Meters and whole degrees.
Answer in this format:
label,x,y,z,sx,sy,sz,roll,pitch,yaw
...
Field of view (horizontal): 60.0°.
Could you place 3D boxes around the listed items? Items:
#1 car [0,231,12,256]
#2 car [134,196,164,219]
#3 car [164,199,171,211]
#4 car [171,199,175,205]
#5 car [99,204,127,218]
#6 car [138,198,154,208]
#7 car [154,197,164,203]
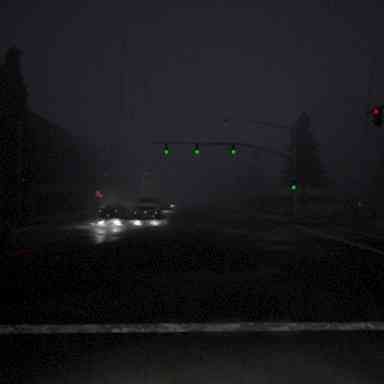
label,x,y,z,sx,sy,sz,roll,pitch,yaw
car,-7.108,1.613,9.162,2.033,1.411,5.357,0,0,-1
car,-4.168,1.437,32.018,2.150,2.045,5.566,0,0,-2
car,-4.391,1.841,46.998,1.812,1.442,4.674,0,0,-1
car,-4.572,2.023,68.301,1.994,1.385,4.181,0,0,-1
car,-7.599,1.820,32.224,1.895,1.301,4.718,0,0,-1
car,-7.934,1.895,57.933,2.128,1.511,4.902,0,0,-1
car,-8.255,1.911,82.967,2.033,1.411,5.357,0,0,-1
